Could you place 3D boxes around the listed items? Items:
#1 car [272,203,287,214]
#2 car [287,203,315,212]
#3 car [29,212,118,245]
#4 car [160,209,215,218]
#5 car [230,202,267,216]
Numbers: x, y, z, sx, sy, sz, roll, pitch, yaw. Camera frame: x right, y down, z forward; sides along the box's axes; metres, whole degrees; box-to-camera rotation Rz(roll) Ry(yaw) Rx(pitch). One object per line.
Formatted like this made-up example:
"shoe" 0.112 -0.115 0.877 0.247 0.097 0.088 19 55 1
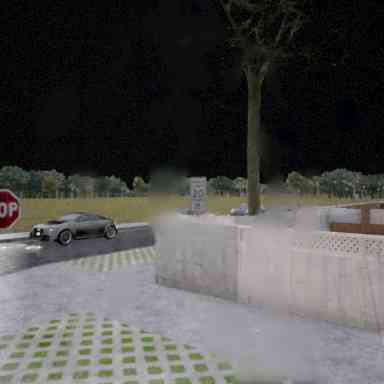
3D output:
"car" 11.478 2.067 40.894 2.128 1.511 4.902 0 -1 36
"car" 12.655 2.123 37.524 1.994 1.385 4.181 0 -1 35
"car" -5.738 1.722 16.538 1.994 1.385 4.181 0 -1 35
"car" -0.256 1.893 24.325 1.895 1.301 4.718 0 -1 35
"car" 5.565 1.786 32.563 2.097 1.767 4.553 0 -1 35
